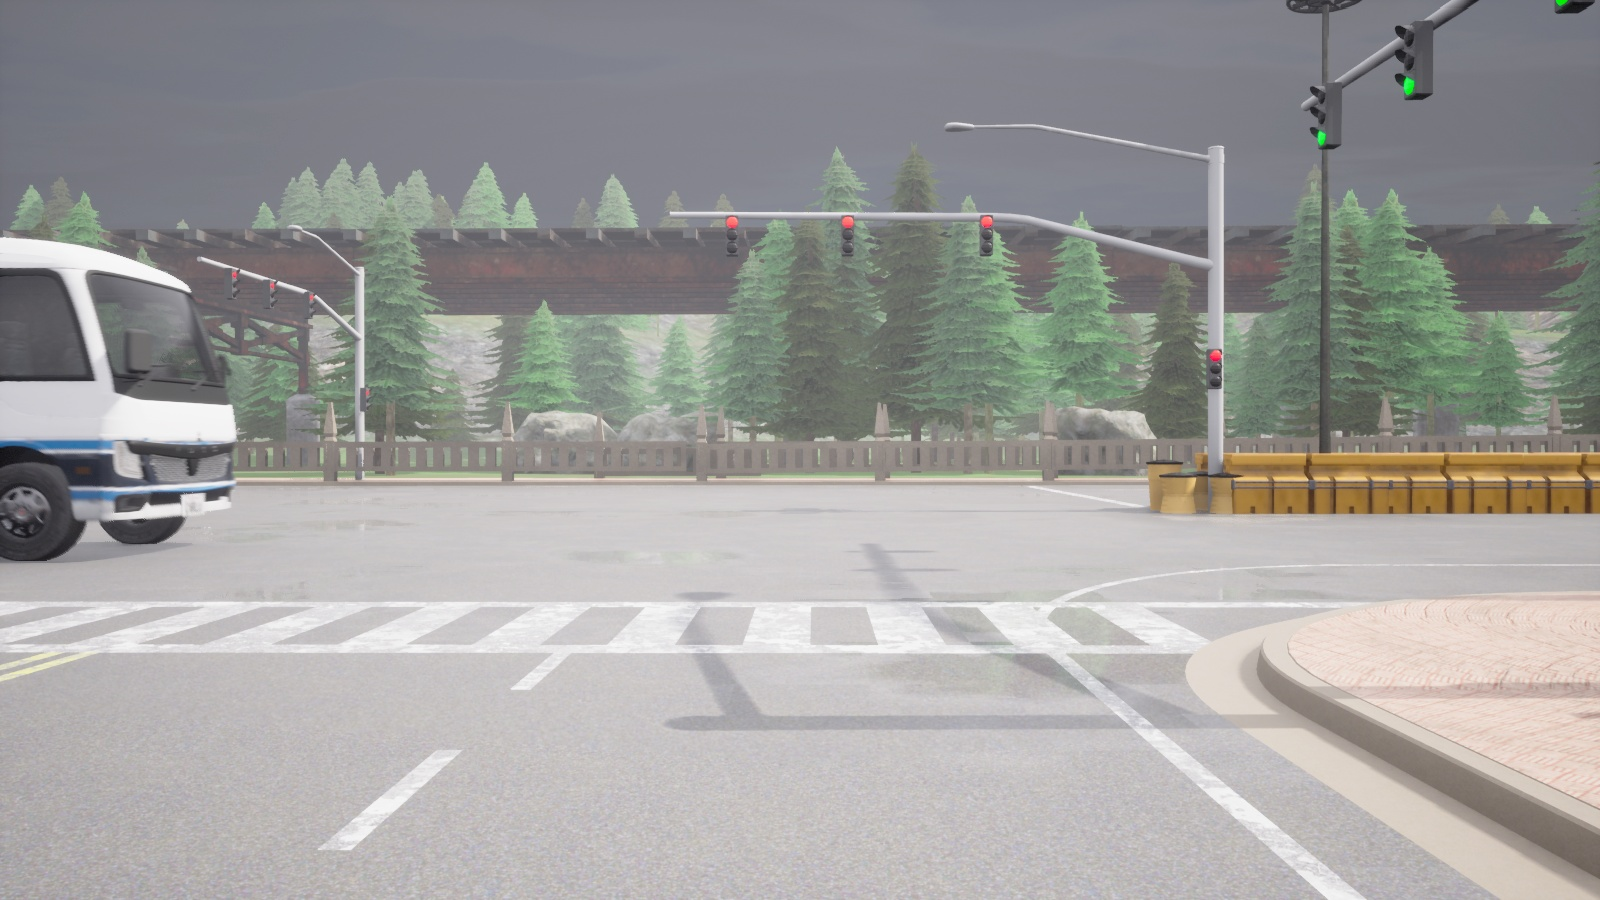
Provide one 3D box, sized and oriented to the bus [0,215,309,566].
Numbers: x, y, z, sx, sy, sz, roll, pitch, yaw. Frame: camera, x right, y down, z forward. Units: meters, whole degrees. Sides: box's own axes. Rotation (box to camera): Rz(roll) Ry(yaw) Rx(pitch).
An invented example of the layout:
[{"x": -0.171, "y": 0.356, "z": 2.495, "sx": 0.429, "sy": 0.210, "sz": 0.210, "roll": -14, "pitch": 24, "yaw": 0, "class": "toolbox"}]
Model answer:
[{"x": -12.644, "y": -0.737, "z": 17.224, "sx": 10.273, "sy": 4.253, "sz": 3.944, "roll": 0, "pitch": 0, "yaw": 1, "class": "bus"}]
